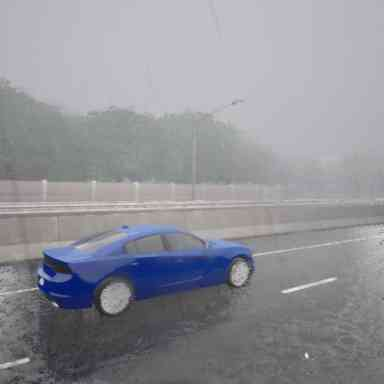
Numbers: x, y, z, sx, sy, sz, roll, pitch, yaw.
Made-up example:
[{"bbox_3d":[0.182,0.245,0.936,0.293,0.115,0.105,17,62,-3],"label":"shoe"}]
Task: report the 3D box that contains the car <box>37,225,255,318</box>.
[{"bbox_3d":[-0.734,1.482,7.522,5.008,1.535,1.882,0,0,-36],"label":"car"}]
